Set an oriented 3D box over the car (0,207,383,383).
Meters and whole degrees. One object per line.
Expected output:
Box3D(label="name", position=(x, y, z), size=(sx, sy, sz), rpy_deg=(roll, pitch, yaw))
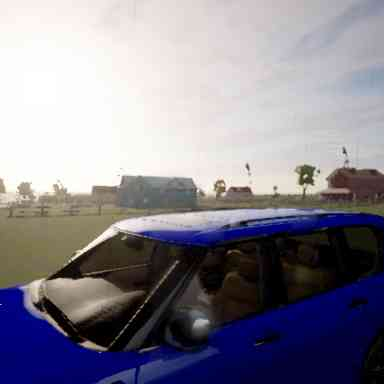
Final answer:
Box3D(label="car", position=(0.033, 1.221, 3.224), size=(5.566, 2.045, 2.150), rpy_deg=(0, 0, -34))
